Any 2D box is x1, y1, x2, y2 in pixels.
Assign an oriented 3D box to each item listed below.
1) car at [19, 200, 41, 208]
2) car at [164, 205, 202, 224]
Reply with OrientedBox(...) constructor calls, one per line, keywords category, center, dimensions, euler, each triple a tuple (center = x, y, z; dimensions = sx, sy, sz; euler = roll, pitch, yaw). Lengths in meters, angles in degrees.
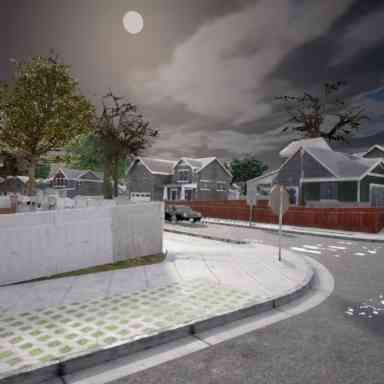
OrientedBox(category="car", center=(-21.978, 1.397, 44.944), dimensions=(1.812, 1.442, 4.674), euler=(4, -2, -43))
OrientedBox(category="car", center=(-1.362, 1.649, 25.105), dimensions=(1.895, 1.301, 4.718), euler=(3, -2, -37))
